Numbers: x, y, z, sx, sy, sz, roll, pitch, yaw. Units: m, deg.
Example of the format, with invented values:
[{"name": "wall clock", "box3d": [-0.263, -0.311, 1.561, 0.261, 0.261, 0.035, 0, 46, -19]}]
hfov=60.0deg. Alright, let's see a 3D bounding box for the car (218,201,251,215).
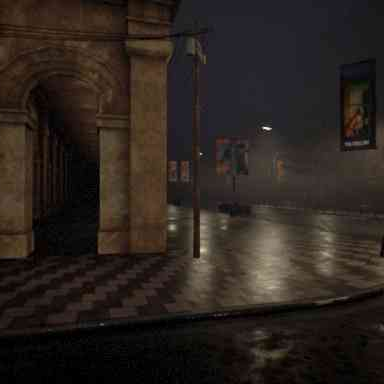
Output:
[{"name": "car", "box3d": [4.224, 1.593, 33.572, 1.895, 1.301, 4.718, 0, 0, -15]}]
